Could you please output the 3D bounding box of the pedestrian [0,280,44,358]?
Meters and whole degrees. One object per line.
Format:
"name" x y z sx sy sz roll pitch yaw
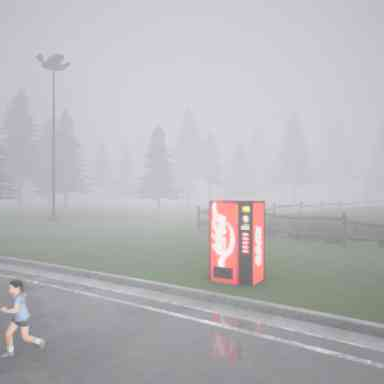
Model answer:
"pedestrian" -2.345 1.674 4.544 0.500 1.100 0.500 0 0 32

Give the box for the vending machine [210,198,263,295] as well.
"vending machine" 1.080 1.195 7.970 0.880 2.100 1.100 0 0 32
